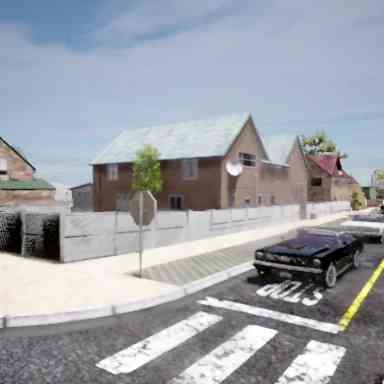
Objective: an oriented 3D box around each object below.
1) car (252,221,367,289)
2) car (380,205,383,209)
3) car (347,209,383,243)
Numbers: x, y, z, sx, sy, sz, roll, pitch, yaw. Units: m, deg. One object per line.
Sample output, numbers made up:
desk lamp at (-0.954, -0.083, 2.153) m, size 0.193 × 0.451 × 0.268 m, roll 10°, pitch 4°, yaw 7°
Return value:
car at (3.587, 1.720, 9.804) m, size 1.895 × 1.301 × 4.718 m, roll 0°, pitch 0°, yaw 37°
car at (17.103, 1.864, 28.724) m, size 1.837 × 1.490 × 4.892 m, roll 0°, pitch -1°, yaw 35°
car at (9.338, 1.819, 17.821) m, size 1.895 × 1.301 × 4.718 m, roll 0°, pitch 0°, yaw 35°
